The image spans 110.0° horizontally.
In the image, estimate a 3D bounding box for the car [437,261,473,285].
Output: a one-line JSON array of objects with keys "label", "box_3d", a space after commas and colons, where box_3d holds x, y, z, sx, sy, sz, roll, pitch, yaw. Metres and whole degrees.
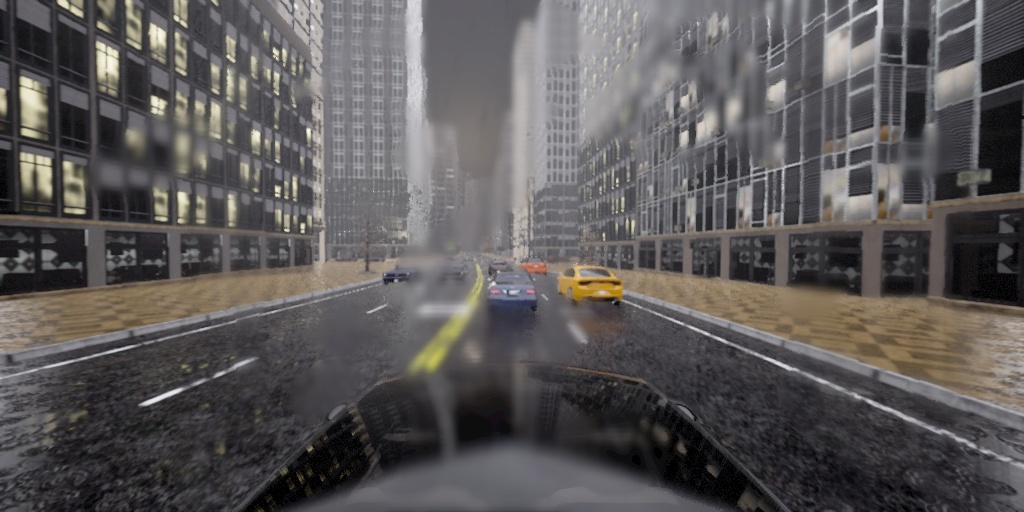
[{"label": "car", "box_3d": [-3.887, 1.193, 24.271, 1.895, 1.301, 4.718, 0, 0, -4]}]

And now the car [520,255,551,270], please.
[{"label": "car", "box_3d": [1.935, 0.895, 33.937, 2.097, 1.767, 4.553, 0, 0, -5]}]

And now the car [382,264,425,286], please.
[{"label": "car", "box_3d": [-7.135, 1.186, 23.901, 1.895, 1.301, 4.718, 0, 0, -4]}]

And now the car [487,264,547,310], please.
[{"label": "car", "box_3d": [-0.006, 1.218, 14.243, 2.033, 1.411, 5.357, 0, 0, -1]}]

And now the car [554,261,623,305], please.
[{"label": "car", "box_3d": [3.205, 1.151, 15.510, 1.882, 1.535, 5.008, 0, 1, -2]}]

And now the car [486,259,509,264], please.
[{"label": "car", "box_3d": [-1.333, 1.026, 34.008, 2.128, 1.511, 4.902, 0, 0, -5]}]
